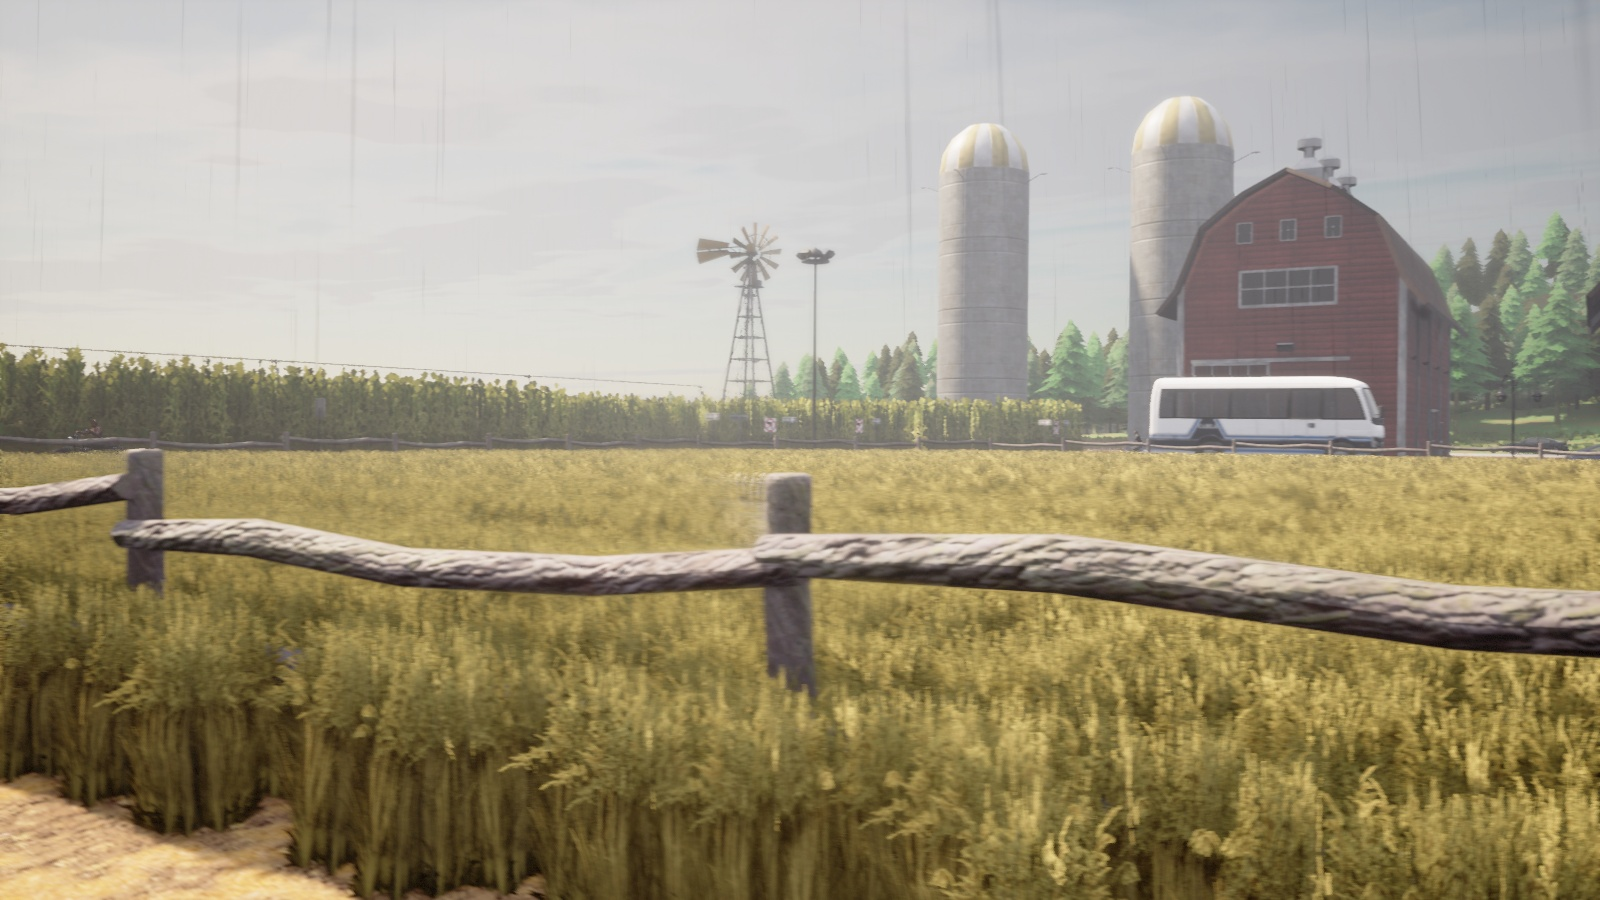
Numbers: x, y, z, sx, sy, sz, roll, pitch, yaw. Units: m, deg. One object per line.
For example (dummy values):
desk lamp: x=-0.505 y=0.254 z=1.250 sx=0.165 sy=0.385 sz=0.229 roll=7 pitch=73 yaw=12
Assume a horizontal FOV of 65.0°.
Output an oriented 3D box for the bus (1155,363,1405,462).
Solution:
bus: x=22.083 y=-1.647 z=58.046 sx=10.273 sy=4.253 sz=3.944 roll=0 pitch=1 yaw=30

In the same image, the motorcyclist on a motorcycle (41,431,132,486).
motorcyclist on a motorcycle: x=-22.121 y=0.246 z=38.962 sx=0.766 sy=1.649 sz=2.350 roll=0 pitch=1 yaw=33

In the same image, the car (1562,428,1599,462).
car: x=33.640 y=-0.219 z=51.246 sx=4.181 sy=1.385 sz=1.994 roll=0 pitch=1 yaw=36
